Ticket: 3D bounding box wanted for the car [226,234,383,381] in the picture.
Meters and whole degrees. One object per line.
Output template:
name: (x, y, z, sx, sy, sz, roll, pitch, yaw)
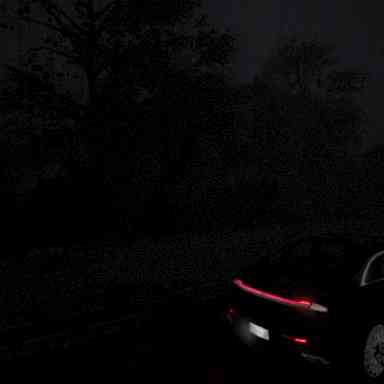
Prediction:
car: (2.780, 1.449, 5.428, 4.902, 1.511, 2.128, -1, 0, -36)
